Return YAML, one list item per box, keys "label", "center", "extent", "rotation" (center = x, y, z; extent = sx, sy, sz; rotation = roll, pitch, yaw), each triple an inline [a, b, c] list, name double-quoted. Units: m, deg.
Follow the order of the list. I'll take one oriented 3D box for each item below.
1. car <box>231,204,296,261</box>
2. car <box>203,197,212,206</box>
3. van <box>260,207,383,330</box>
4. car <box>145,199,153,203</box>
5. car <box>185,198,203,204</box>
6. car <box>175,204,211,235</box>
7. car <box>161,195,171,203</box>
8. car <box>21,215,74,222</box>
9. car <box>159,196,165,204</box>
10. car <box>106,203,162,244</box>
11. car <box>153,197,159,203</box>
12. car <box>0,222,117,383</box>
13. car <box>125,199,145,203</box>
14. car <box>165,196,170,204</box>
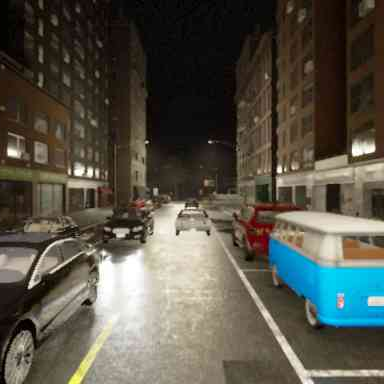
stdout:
- label: "car"
  center: [2.652, 1.320, 12.161]
  extent: [2.192, 1.841, 5.009]
  rotation: [0, 0, 0]
- label: "car"
  center: [2.480, 1.554, 56.361]
  extent: [1.752, 1.417, 4.829]
  rotation: [0, 0, 0]
- label: "van"
  center: [2.674, 1.343, 6.657]
  extent: [1.690, 1.788, 3.998]
  rotation: [0, 0, 0]
- label: "car"
  center: [-5.508, 1.566, 34.150]
  extent: [1.887, 1.381, 4.507]
  rotation: [0, 0, 0]
- label: "car"
  center: [-0.037, 1.515, 44.483]
  extent: [2.128, 1.511, 4.902]
  rotation: [0, 0, 0]
- label: "car"
  center: [0.044, 1.611, 18.974]
  extent: [1.895, 1.301, 4.718]
  rotation: [0, 0, 0]
- label: "car"
  center: [-5.612, 1.483, 72.676]
  extent: [1.967, 1.590, 4.097]
  rotation: [0, 0, 0]
- label: "car"
  center: [-5.449, 1.561, 12.135]
  extent: [2.008, 1.369, 4.403]
  rotation: [0, 0, 0]
- label: "car"
  center: [-5.552, 1.612, 50.661]
  extent: [1.802, 1.307, 4.206]
  rotation: [0, 0, 0]
- label: "car"
  center: [-2.886, 1.502, 15.932]
  extent: [2.128, 1.511, 4.902]
  rotation: [0, 0, 0]
- label: "car"
  center: [-5.523, 1.575, 39.653]
  extent: [2.008, 1.369, 4.403]
  rotation: [0, 0, 0]
- label: "car"
  center: [-2.863, 1.497, 5.279]
  extent: [2.128, 1.511, 4.902]
  rotation: [0, 0, 0]
- label: "car"
  center: [-5.493, 1.563, 28.646]
  extent: [1.887, 1.381, 4.507]
  rotation: [0, 0, 0]
- label: "car"
  center: [-5.582, 1.476, 61.669]
  extent: [1.967, 1.590, 4.097]
  rotation: [0, 0, 0]
